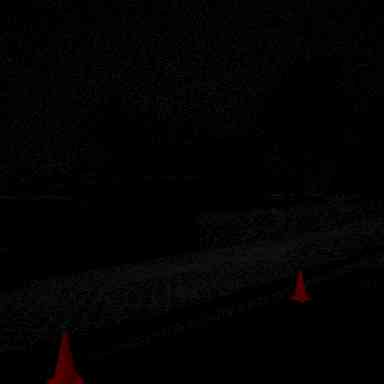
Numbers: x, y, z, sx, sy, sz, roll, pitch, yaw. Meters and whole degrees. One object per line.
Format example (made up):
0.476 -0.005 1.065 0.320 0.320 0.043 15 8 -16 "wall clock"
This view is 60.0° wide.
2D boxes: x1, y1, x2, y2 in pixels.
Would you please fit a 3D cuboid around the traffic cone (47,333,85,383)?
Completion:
-1.493 1.964 3.931 0.340 0.580 0.340 0 0 -37 "traffic cone"

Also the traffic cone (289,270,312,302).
2.279 1.940 6.971 0.340 0.580 0.340 0 0 -41 "traffic cone"
